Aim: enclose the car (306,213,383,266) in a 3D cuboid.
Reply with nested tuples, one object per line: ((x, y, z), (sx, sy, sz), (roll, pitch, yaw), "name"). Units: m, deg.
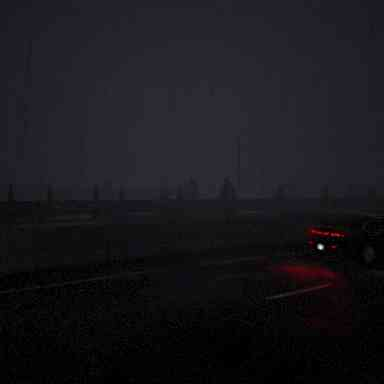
((6.174, 1.513, 11.472), (4.892, 1.490, 1.837), (1, -1, -27), "car")
